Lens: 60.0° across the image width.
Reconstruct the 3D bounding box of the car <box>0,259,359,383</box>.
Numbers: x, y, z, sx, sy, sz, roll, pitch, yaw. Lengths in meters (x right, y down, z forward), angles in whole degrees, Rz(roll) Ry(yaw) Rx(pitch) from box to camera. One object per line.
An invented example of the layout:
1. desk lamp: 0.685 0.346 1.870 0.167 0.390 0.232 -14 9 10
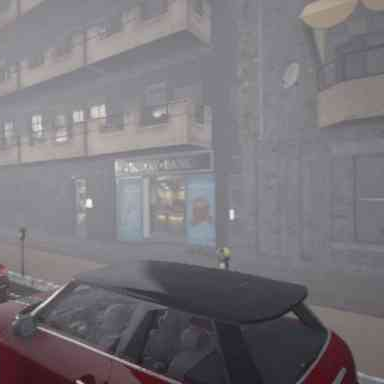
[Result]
1. car: -0.624 1.432 3.341 4.097 1.590 1.967 0 -1 36
